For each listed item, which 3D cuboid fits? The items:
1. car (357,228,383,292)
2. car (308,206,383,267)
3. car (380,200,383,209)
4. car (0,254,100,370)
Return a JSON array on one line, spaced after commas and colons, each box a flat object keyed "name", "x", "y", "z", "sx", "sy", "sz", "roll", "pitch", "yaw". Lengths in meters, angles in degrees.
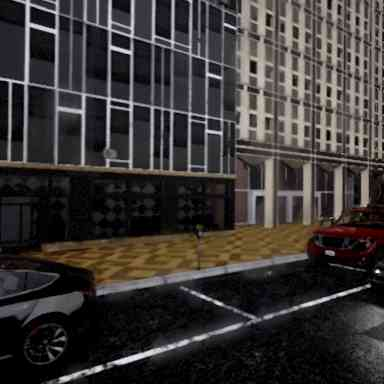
[{"name": "car", "x": 6.394, "y": 1.631, "z": 7.937, "sx": 5.357, "sy": 1.411, "sz": 2.033, "roll": 1, "pitch": 0, "yaw": -36}, {"name": "car", "x": 5.919, "y": 1.410, "z": 10.775, "sx": 5.009, "sy": 1.841, "sz": 2.192, "roll": 1, "pitch": 0, "yaw": -35}, {"name": "car", "x": 31.323, "y": 1.952, "z": 50.113, "sx": 1.752, "sy": 1.417, "sz": 4.829, "roll": 1, "pitch": -1, "yaw": -36}, {"name": "car", "x": -3.347, "y": 1.563, "z": 4.168, "sx": 4.313, "sy": 1.339, "sz": 1.947, "roll": 1, "pitch": 0, "yaw": -35}]
